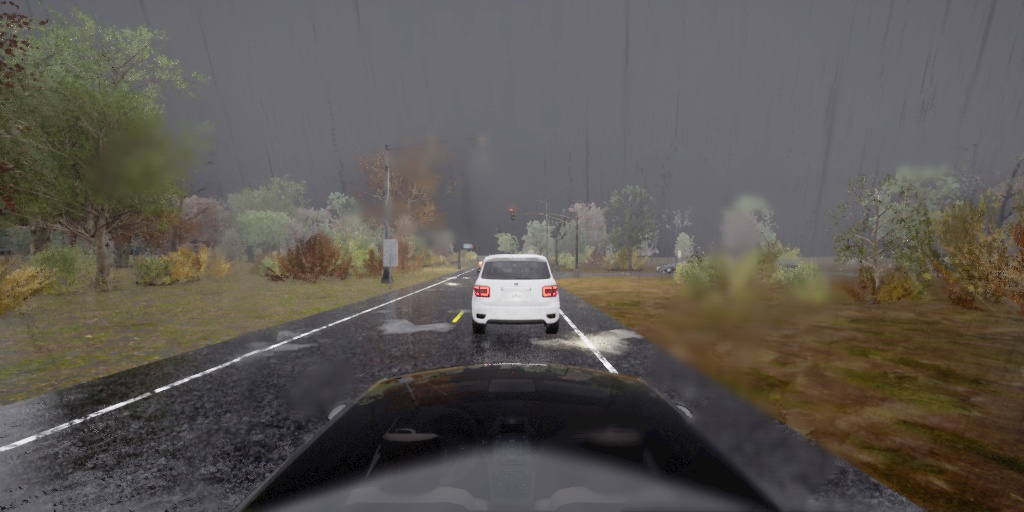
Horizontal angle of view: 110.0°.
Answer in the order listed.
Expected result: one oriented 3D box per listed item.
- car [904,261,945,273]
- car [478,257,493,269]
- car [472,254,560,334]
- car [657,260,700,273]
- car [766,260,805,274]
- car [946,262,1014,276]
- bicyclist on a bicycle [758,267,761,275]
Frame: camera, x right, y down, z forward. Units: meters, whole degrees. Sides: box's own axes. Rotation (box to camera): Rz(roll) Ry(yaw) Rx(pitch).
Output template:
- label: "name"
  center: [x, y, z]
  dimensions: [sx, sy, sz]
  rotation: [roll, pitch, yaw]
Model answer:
- label: "car"
  center: [47.192, 1.277, 40.377]
  dimensions: [4.902, 1.511, 2.128]
  rotation: [0, 0, 5]
- label: "car"
  center: [-4.205, 1.104, 57.563]
  dimensions: [2.097, 1.767, 4.553]
  rotation: [0, 0, -2]
- label: "car"
  center: [0.088, 0.971, 10.744]
  dimensions: [2.150, 2.045, 5.566]
  rotation: [0, 0, 0]
- label: "car"
  center: [19.370, 1.255, 41.609]
  dimensions: [4.902, 1.511, 2.128]
  rotation: [0, 0, 1]
- label: "car"
  center: [31.096, 1.248, 41.321]
  dimensions: [5.008, 1.535, 1.882]
  rotation: [0, 0, 2]
- label: "car"
  center: [49.073, 1.279, 37.107]
  dimensions: [4.902, 1.511, 2.128]
  rotation: [0, 0, 5]
- label: "bicyclist on a bicycle"
  center: [24.018, 1.223, 35.229]
  dimensions: [0.582, 1.620, 1.656]
  rotation: [0, 0, 1]
